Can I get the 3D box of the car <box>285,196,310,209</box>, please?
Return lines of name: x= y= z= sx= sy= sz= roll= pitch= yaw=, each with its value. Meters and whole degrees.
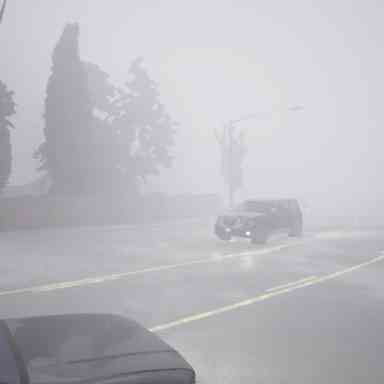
car: x=17.708 y=1.784 z=56.311 sx=2.150 sy=2.045 sz=5.566 roll=-1 pitch=-1 yaw=-3

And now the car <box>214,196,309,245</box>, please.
car: x=3.497 y=1.321 z=16.456 sx=2.150 sy=2.045 sz=5.566 roll=0 pitch=0 yaw=44

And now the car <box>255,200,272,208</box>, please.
car: x=13.542 y=2.263 z=63.603 sx=1.812 sy=1.442 sz=4.674 roll=-1 pitch=-1 yaw=-6

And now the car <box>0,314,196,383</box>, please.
car: x=-2.485 y=1.555 z=2.056 sx=5.357 sy=1.411 sz=2.033 roll=0 pitch=0 yaw=-36

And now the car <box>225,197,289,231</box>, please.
car: x=4.648 y=1.388 z=23.086 sx=2.150 sy=2.045 sz=5.566 roll=0 pitch=-1 yaw=37
